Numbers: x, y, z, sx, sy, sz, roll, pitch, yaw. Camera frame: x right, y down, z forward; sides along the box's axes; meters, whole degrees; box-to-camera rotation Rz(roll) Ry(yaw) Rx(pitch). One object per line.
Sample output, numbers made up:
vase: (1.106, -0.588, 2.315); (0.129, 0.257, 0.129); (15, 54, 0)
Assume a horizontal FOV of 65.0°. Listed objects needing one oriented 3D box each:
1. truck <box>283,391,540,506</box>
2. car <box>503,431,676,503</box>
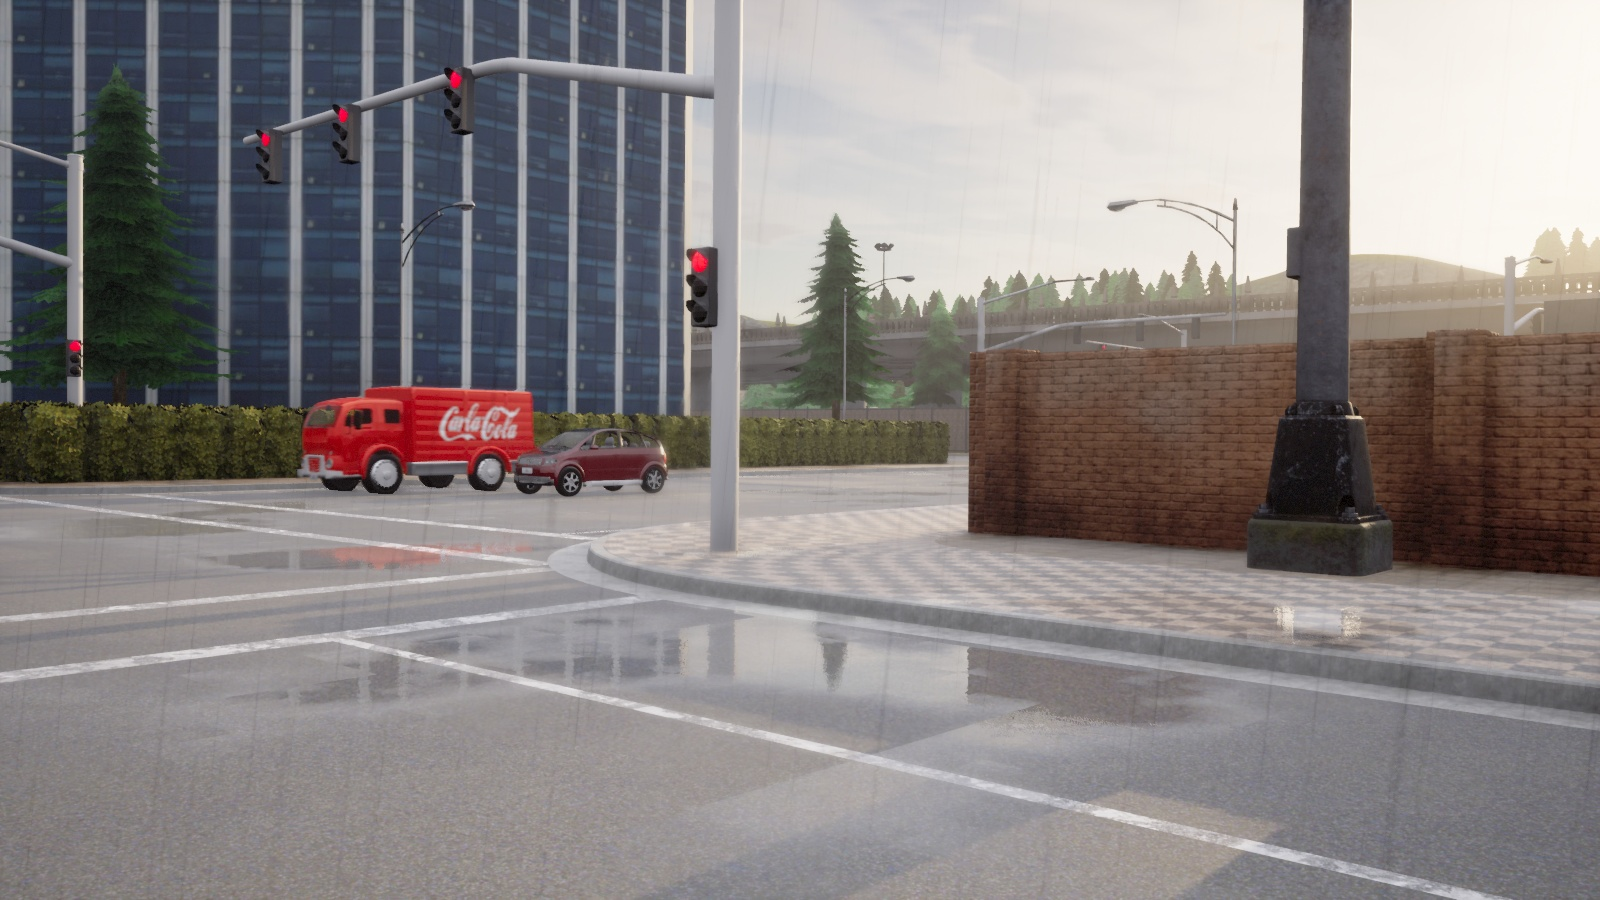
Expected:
truck: (-9.147, -0.084, 29.920); (2.627, 2.467, 5.204); (0, 1, 41)
car: (-4.882, 0.352, 29.483); (1.789, 1.549, 3.705); (0, 1, 41)
